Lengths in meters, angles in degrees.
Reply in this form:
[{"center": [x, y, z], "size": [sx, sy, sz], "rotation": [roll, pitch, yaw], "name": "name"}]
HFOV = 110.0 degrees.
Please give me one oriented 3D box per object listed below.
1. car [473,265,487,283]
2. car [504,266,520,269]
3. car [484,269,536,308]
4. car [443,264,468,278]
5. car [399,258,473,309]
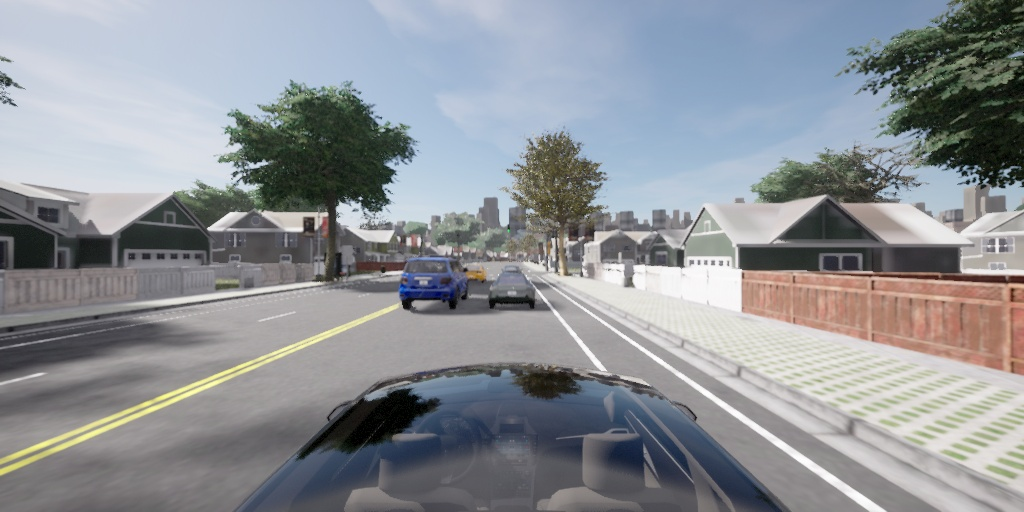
[{"center": [-3.251, 1.498, 31.317], "size": [1.882, 1.535, 5.008], "rotation": [0, 0, 0], "name": "car"}, {"center": [-0.003, 1.545, 31.215], "size": [1.812, 1.442, 4.674], "rotation": [0, 0, 0], "name": "car"}, {"center": [0.004, 1.447, 16.160], "size": [1.994, 1.385, 4.181], "rotation": [0, 0, 0], "name": "car"}, {"center": [-6.512, 1.659, 41.594], "size": [2.033, 1.411, 5.357], "rotation": [0, -1, 0], "name": "car"}, {"center": [-3.252, 1.096, 15.869], "size": [2.150, 2.045, 5.566], "rotation": [0, 0, 0], "name": "car"}]
